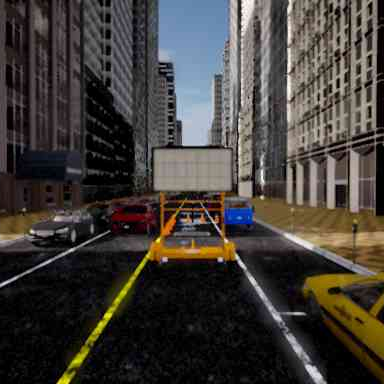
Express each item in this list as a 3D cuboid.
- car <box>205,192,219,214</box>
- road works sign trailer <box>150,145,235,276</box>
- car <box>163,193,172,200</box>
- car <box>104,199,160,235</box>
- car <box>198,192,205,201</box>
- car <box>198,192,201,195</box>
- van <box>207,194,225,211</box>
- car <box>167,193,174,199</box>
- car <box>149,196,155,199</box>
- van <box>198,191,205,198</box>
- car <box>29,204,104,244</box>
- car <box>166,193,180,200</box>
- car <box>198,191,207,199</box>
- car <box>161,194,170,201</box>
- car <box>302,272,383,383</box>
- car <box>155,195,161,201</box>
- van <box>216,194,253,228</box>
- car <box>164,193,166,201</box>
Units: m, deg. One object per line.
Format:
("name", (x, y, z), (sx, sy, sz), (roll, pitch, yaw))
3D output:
("car", (2.684, 1.121, 32.085), (2.192, 1.841, 5.009), (-1, 0, 0))
("road works sign trailer", (0.021, 0.403, 10.086), (2.380, 3.560, 2.880), (0, 0, 0))
("car", (-5.691, 0.970, 77.555), (1.967, 1.590, 4.097), (-1, 0, 0))
("car", (-3.098, 1.367, 18.226), (1.882, 1.535, 5.008), (0, 0, 0))
("car", (2.689, 1.185, 60.504), (2.008, 1.369, 4.403), (-1, 0, 0))
("car", (2.688, 0.810, 83.237), (2.192, 1.841, 5.009), (-1, 0, 0))
("van", (2.684, 1.113, 37.769), (1.690, 1.788, 3.998), (-1, 0, 0))
("car", (-5.689, 0.987, 88.753), (1.752, 1.417, 4.829), (-1, 0, 0))
("car", (-5.694, 1.354, 37.771), (1.802, 1.307, 4.206), (-1, 0, 0))
("van", (2.690, 0.767, 94.604), (1.690, 1.788, 3.998), (-1, 0, 0))
("car", (-5.696, 1.459, 15.037), (2.008, 1.369, 4.403), (-1, 0, 0))
("car", (-2.994, 0.813, 58.657), (1.994, 1.385, 4.181), (0, 0, 0))
("car", (2.689, 0.776, 88.921), (2.192, 1.841, 5.009), (-1, 0, 0))
("car", (-5.691, 1.147, 71.872), (1.802, 1.307, 4.206), (-1, 0, 0))
("car", (2.683, 1.501, 3.839), (1.752, 1.417, 4.829), (-1, 0, 0))
("car", (-5.693, 1.254, 49.138), (2.008, 1.369, 4.403), (-1, 0, 0))
("van", (2.683, 1.215, 20.718), (1.690, 1.788, 3.998), (-1, 0, 0))
("car", (-5.692, 1.185, 60.505), (2.008, 1.369, 4.403), (-1, 0, 0))
